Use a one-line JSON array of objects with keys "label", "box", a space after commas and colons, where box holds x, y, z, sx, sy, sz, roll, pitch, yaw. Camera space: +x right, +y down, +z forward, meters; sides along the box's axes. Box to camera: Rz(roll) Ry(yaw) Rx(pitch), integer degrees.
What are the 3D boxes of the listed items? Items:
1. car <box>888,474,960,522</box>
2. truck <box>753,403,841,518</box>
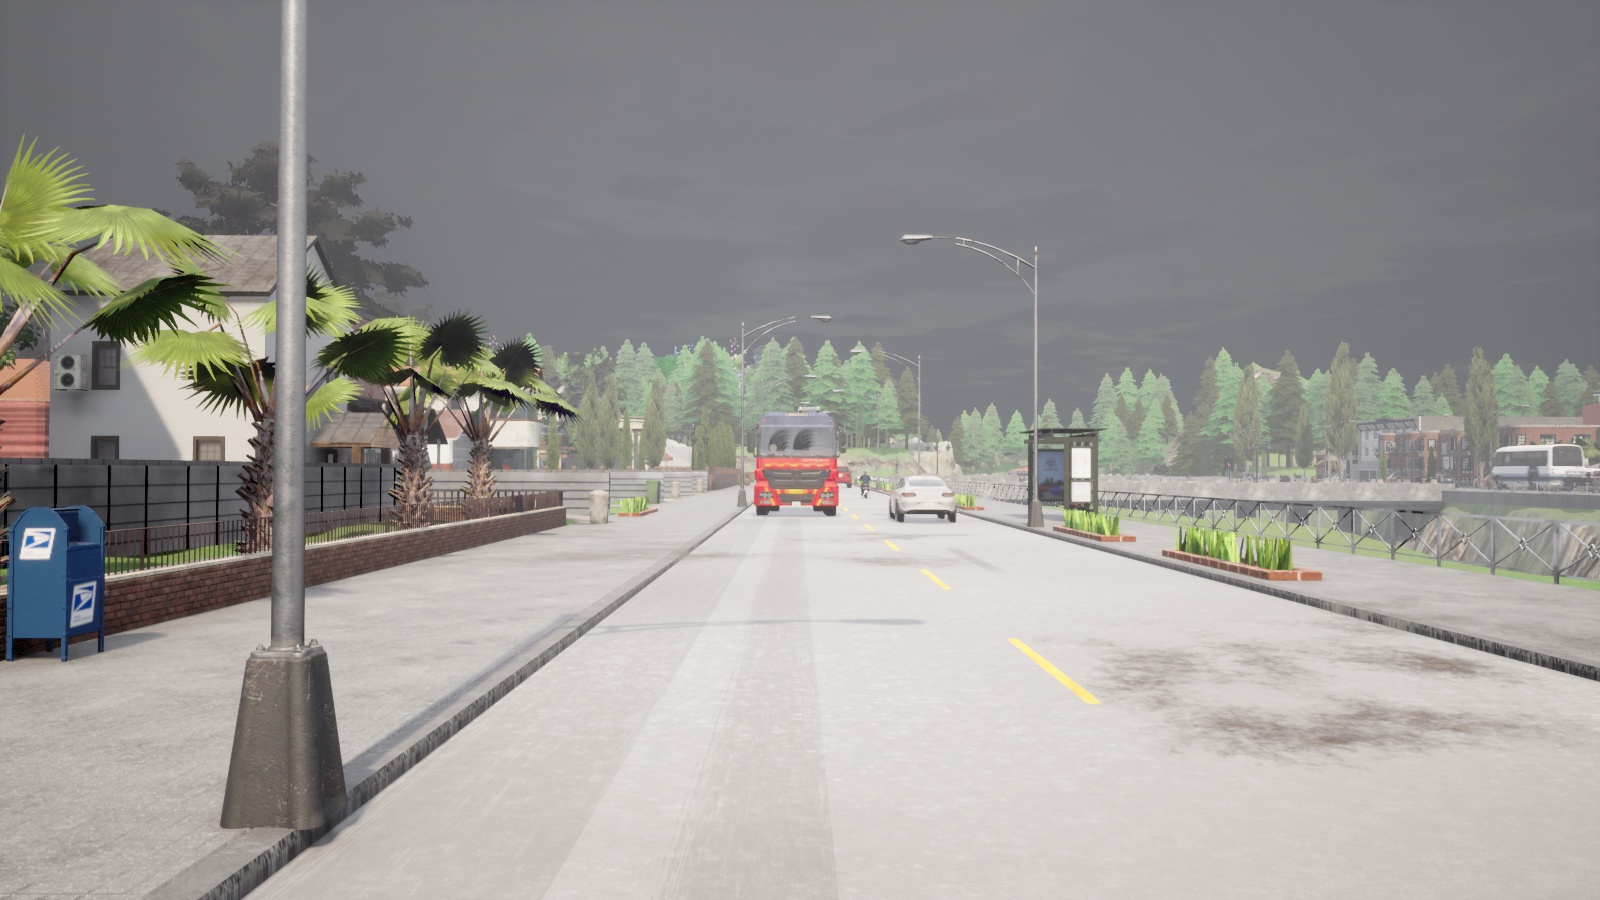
[{"label": "car", "box": [3.898, 1.499, 40.238, 1.812, 1.442, 4.674, 0, -1, 0]}, {"label": "truck", "box": [-0.121, 0.418, 45.828, 2.891, 3.827, 8.468, 0, -1, 0]}]
